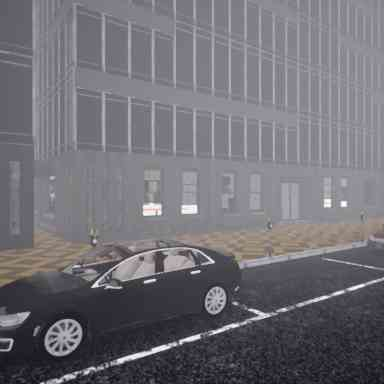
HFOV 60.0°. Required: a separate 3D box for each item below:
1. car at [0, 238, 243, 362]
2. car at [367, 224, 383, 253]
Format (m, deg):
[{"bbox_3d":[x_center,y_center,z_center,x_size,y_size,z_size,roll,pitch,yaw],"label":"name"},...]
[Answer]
[{"bbox_3d":[-1.067,1.551,5.793,4.403,1.369,2.008,0,0,-35],"label":"car"},{"bbox_3d":[8.223,1.582,12.373,4.206,1.307,1.802,0,0,-35],"label":"car"}]
